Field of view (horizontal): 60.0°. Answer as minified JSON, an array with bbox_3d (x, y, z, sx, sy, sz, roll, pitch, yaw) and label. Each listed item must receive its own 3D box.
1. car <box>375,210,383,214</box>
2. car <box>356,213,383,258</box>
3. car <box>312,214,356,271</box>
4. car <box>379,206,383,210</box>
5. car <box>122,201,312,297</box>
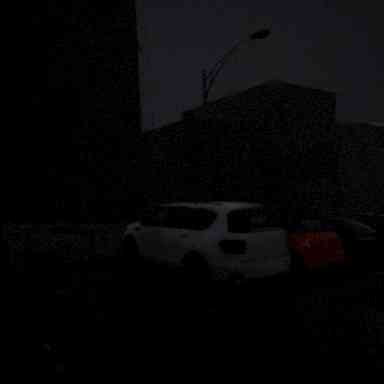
[{"bbox_3d":[7.241,1.612,14.184,2.002,1.452,4.674,0,0,-36],"label":"car"},{"bbox_3d":[4.750,1.592,12.403,2.002,1.452,4.674,0,0,-36],"label":"car"},{"bbox_3d":[2.377,1.407,10.671,2.185,1.767,4.553,0,0,-36],"label":"car"},{"bbox_3d":[9.613,1.621,15.919,2.163,1.488,4.792,0,0,-36],"label":"car"},{"bbox_3d":[0.055,1.263,9.084,2.435,2.045,5.566,0,0,-36],"label":"car"}]
